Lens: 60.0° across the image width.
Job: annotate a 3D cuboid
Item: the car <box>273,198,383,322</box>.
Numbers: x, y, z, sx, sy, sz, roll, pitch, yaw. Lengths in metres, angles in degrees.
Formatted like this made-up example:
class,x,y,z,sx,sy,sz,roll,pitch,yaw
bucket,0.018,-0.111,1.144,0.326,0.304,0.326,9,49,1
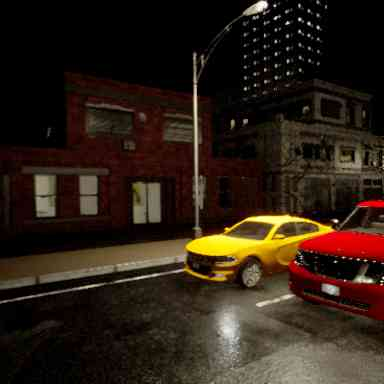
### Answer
class,x,y,z,sx,sy,sz,roll,pitch,yaw
car,4.432,1.159,6.847,5.566,2.045,2.150,-1,0,-35

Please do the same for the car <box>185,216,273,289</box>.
class,x,y,z,sx,sy,sz,roll,pitch,yaw
car,2.122,1.419,9.190,5.008,1.535,1.882,-1,0,-35
